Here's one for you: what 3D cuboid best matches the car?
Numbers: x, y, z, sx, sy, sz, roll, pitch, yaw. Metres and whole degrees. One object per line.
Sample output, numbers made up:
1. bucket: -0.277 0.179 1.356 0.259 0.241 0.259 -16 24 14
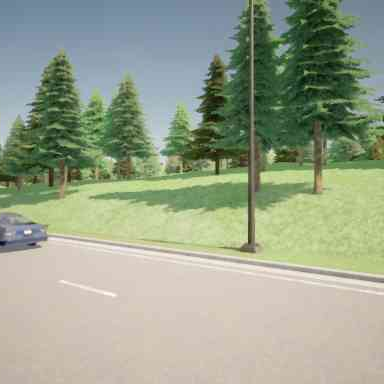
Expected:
1. car: -8.269 1.563 14.066 5.357 1.411 2.033 0 0 36
